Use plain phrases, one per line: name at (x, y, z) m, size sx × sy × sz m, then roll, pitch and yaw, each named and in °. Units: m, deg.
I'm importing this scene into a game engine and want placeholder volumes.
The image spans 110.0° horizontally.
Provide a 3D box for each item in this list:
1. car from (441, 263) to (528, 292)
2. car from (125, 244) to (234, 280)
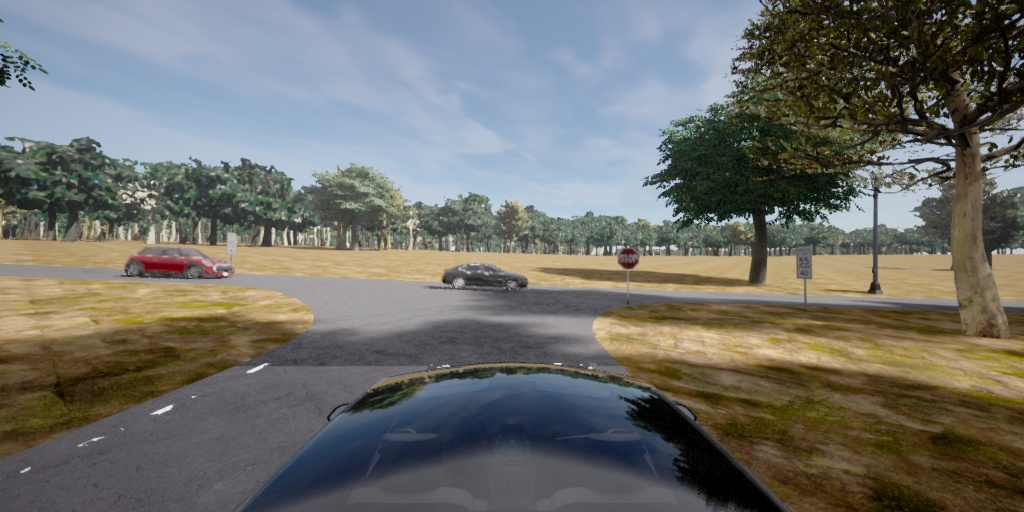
car at (-1.518, 1.187, 20.393) m, size 4.892 × 1.490 × 1.837 m, roll 2°, pitch -2°, yaw -3°
car at (-17.989, 0.316, 19.630) m, size 4.553 × 1.767 × 2.097 m, roll 3°, pitch -2°, yaw -3°
